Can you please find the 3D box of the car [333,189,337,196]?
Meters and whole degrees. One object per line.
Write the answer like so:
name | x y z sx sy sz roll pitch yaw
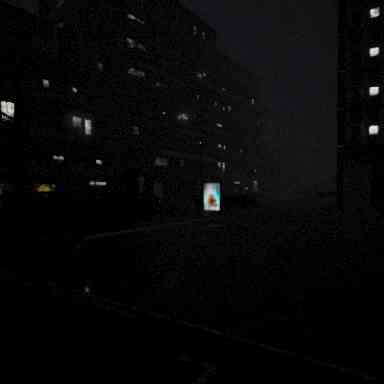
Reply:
car | 27.341 0.002 66.241 1.967 1.590 4.097 2 2 35

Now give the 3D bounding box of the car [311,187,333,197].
car | 24.161 0.213 61.699 1.887 1.381 4.507 2 2 35

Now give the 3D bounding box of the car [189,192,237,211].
car | 1.903 0.975 29.882 1.947 1.339 4.313 2 2 35

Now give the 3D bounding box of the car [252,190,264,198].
car | 10.894 0.360 57.354 1.887 1.381 4.507 2 2 35

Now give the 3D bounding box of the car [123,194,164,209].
car | -5.001 0.925 34.633 1.802 1.307 4.206 2 2 35

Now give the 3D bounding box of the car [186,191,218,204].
car | 1.357 0.684 43.721 2.008 1.369 4.403 2 2 35

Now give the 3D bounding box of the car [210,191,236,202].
car | 4.535 0.609 48.265 1.802 1.307 4.206 2 2 35

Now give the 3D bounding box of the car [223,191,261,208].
car | 5.082 0.870 34.428 1.947 1.339 4.313 2 2 35

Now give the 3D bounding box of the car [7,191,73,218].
car | -11.356 0.866 25.536 2.192 1.841 5.009 2 2 35

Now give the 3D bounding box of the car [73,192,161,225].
car | -4.454 0.932 20.784 2.192 1.841 5.009 2 2 35

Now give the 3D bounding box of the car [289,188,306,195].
car | 23.610 -0.171 75.527 1.967 1.590 4.097 2 2 35

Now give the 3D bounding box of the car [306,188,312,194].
car | 26.789 -0.174 80.076 1.887 1.381 4.507 2 2 35

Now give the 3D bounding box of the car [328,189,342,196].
car | 30.520 -0.001 70.790 1.887 1.381 4.507 2 2 35

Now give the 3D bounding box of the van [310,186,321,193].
van | 33.149 -0.593 89.158 1.690 1.788 3.998 2 2 35
